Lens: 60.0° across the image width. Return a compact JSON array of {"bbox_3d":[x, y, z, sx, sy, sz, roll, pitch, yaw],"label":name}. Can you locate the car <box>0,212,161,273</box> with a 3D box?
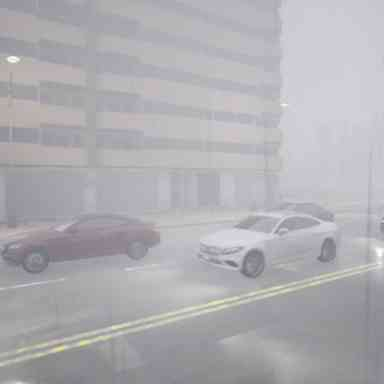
[{"bbox_3d":[-3.208,1.360,10.200,4.674,1.442,1.812,-1,1,-32],"label":"car"}]

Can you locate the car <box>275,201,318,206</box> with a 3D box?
[{"bbox_3d":[4.521,1.162,15.036,4.674,1.442,1.812,-1,1,-32],"label":"car"}]

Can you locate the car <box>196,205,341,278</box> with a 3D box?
[{"bbox_3d":[2.324,1.302,9.513,4.674,1.442,1.812,-1,1,-32],"label":"car"}]

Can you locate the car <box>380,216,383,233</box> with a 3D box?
[{"bbox_3d":[10.137,1.081,14.417,4.892,1.490,1.837,-1,1,-32],"label":"car"}]
